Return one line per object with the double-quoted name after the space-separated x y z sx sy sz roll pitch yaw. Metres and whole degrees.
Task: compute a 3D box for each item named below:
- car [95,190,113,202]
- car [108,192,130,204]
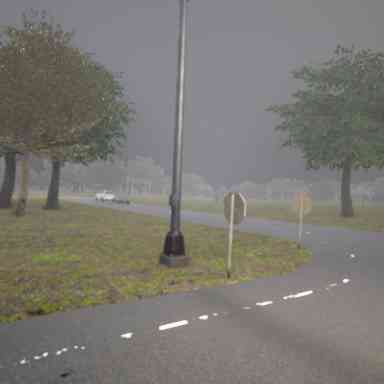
-16.117 0.709 61.545 2.150 2.045 5.566 3 0 -33 "car"
-11.841 1.243 55.096 1.994 1.385 4.181 3 0 -32 "car"
